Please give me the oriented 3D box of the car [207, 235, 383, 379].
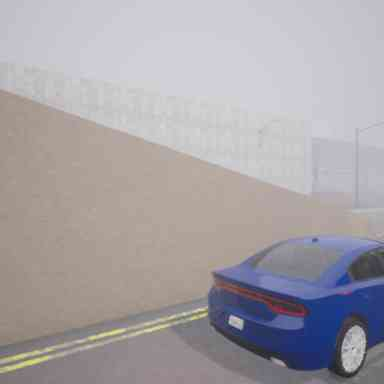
[{"bbox_3d":[2.563,1.471,5.579,5.008,1.535,1.882,0,0,-36],"label":"car"}]
